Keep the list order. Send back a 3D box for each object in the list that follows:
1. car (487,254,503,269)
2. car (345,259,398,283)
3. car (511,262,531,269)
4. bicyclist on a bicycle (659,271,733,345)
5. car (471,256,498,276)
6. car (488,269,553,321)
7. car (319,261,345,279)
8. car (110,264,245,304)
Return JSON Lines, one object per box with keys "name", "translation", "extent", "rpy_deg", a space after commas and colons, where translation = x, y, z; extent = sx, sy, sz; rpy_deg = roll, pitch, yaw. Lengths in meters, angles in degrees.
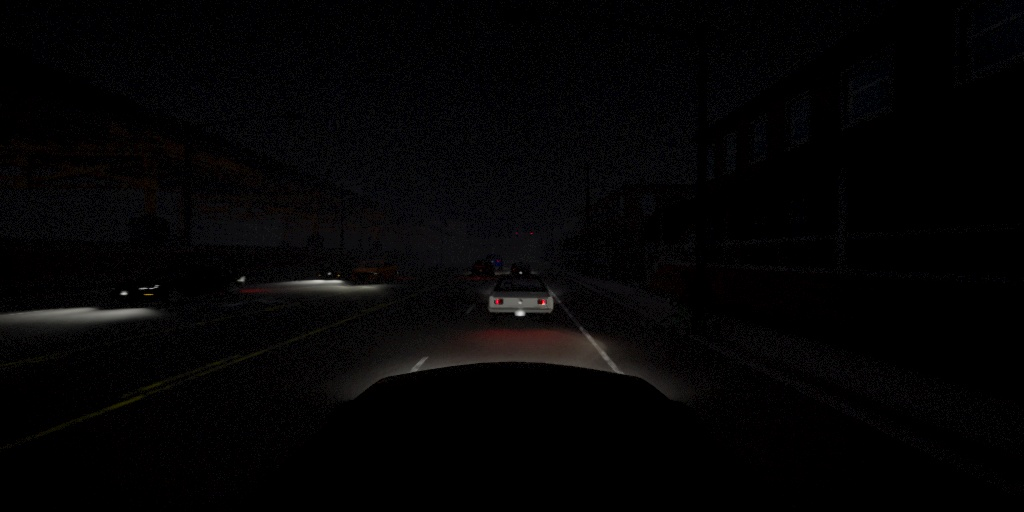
{"name": "car", "translation": [-2.397, 0.806, 47.612], "extent": [2.150, 2.045, 5.566], "rpy_deg": [1, 0, 1]}
{"name": "car", "translation": [-9.952, 1.091, 26.347], "extent": [1.882, 1.535, 5.008], "rpy_deg": [1, 0, 1]}
{"name": "car", "translation": [0.857, 1.254, 35.070], "extent": [1.895, 1.301, 4.718], "rpy_deg": [1, 0, 1]}
{"name": "bicyclist on a bicycle", "translation": [4.080, 1.153, 8.010], "extent": [1.656, 1.620, 0.582], "rpy_deg": [-4, 0, 1]}
{"name": "car", "translation": [-2.702, 1.102, 34.304], "extent": [1.882, 1.535, 5.008], "rpy_deg": [1, 0, 2]}
{"name": "car", "translation": [0.300, 1.320, 12.328], "extent": [1.895, 1.301, 4.718], "rpy_deg": [1, 0, 2]}
{"name": "car", "translation": [-13.476, 1.112, 28.538], "extent": [1.994, 1.385, 4.181], "rpy_deg": [1, 0, 2]}
{"name": "car", "translation": [-13.813, 1.093, 15.241], "extent": [1.837, 1.490, 4.892], "rpy_deg": [1, 0, 1]}
